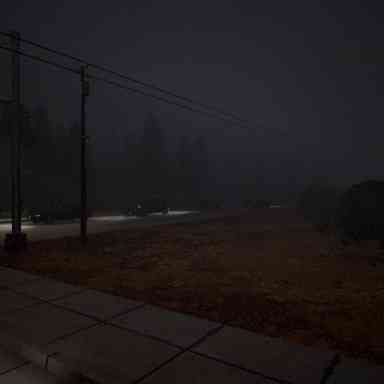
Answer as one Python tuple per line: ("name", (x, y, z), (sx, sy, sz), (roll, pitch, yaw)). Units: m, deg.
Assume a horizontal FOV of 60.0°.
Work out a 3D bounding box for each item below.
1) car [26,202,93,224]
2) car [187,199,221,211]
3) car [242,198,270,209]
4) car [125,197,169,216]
("car", (-9.733, 1.513, 24.808), (1.837, 1.490, 4.892), (0, 0, 37))
("car", (1.523, 1.510, 39.971), (1.895, 1.301, 4.718), (0, 0, 37))
("car", (8.395, 1.466, 43.049), (1.895, 1.301, 4.718), (0, 0, 37))
("car", (-4.327, 1.312, 32.097), (2.097, 1.767, 4.553), (0, 0, 37))
